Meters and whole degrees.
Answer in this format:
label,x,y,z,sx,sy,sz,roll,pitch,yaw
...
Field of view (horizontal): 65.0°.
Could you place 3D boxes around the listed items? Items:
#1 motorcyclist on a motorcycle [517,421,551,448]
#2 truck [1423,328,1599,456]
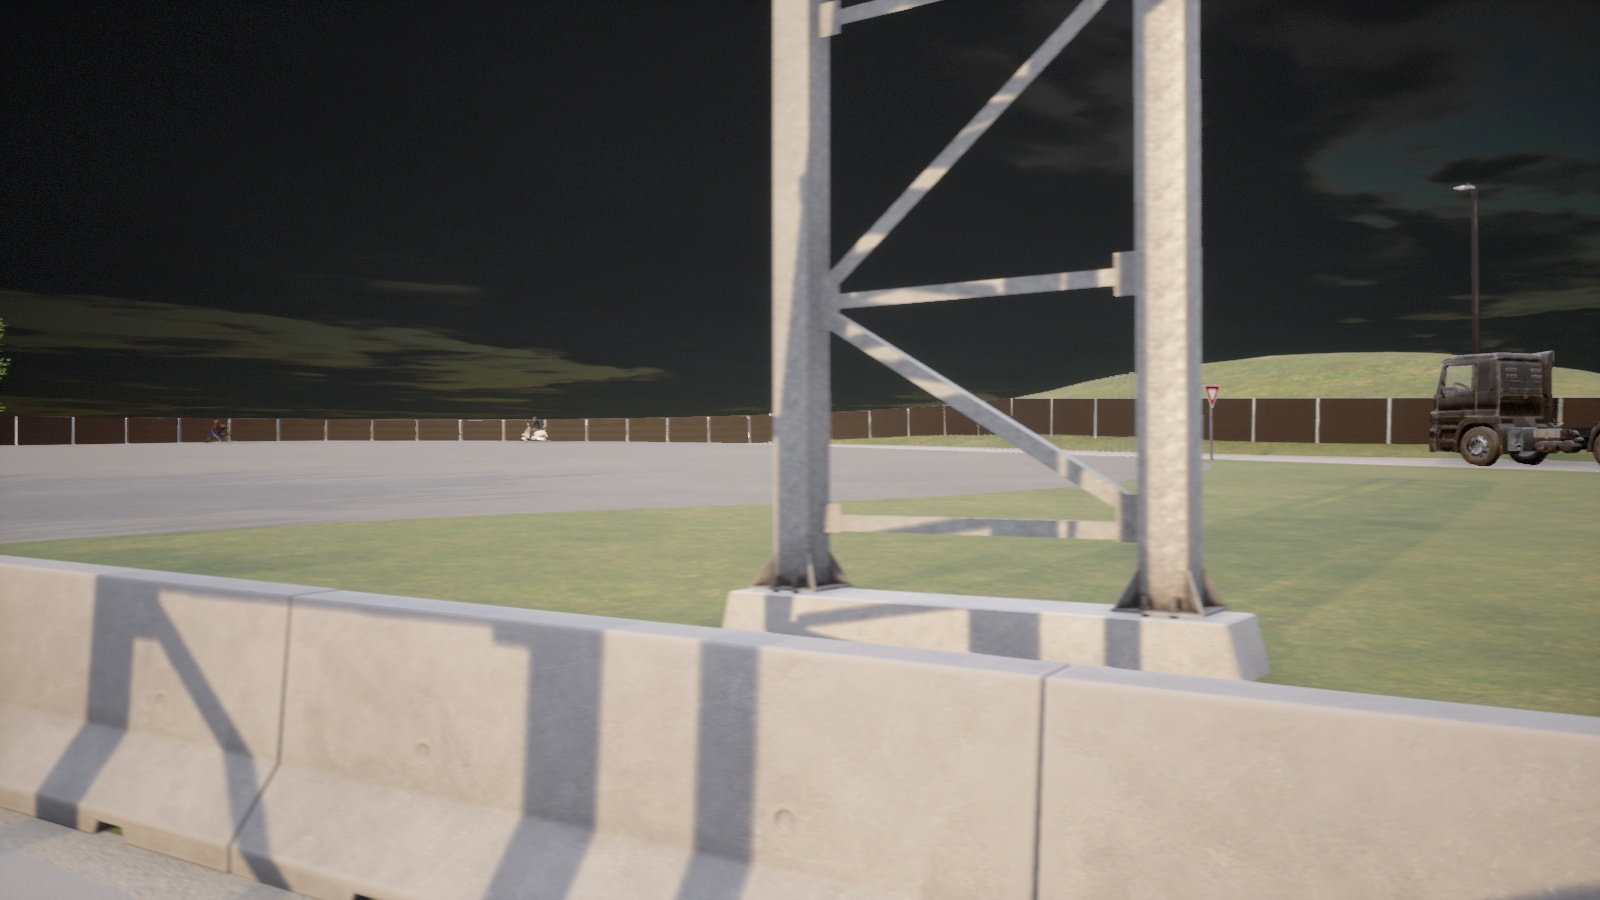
label,x,y,z,sx,sy,sz,roll,pitch,yaw
motorcyclist on a motorcycle,-16.358,-0.954,77.281,1.817,1.590,0.866,-1,1,16
truck,22.346,-1.614,35.823,2.891,3.462,7.936,-2,1,-29
